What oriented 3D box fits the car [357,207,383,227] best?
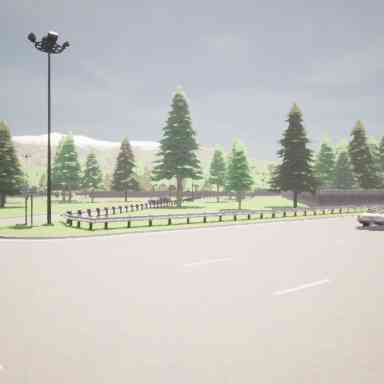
[{"bbox_3d":[12.672,1.600,21.349,4.718,1.301,1.895,0,0,-35],"label":"car"}]

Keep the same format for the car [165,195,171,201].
[{"bbox_3d":[-5.655,1.351,69.765,2.097,1.767,4.553,0,0,5],"label":"car"}]

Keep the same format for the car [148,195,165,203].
[{"bbox_3d":[-6.601,1.601,59.945,1.895,1.301,4.718,0,0,5],"label":"car"}]
